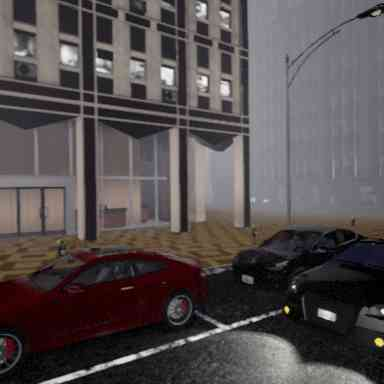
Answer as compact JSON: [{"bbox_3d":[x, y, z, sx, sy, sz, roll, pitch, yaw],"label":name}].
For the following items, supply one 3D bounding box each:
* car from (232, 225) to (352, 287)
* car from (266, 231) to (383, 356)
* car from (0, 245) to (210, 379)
[{"bbox_3d":[3.013,1.579,8.683,4.313,1.339,1.947,0,-1,-35],"label":"car"},{"bbox_3d":[3.544,1.574,5.905,4.181,1.385,1.994,0,0,-36],"label":"car"},{"bbox_3d":[-1.606,1.585,5.388,4.206,1.307,1.802,0,-1,-35],"label":"car"}]
